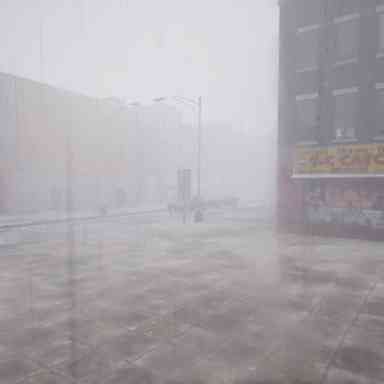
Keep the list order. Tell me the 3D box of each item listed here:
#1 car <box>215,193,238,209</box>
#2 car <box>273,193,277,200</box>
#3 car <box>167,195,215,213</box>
[{"bbox_3d":[2.958,0.818,32.701,1.887,1.381,4.507,3,3,36],"label":"car"},{"bbox_3d":[12.640,0.468,46.176,1.802,1.307,4.206,3,3,36],"label":"car"},{"bbox_3d":[-0.270,0.969,28.210,1.947,1.339,4.313,3,3,36],"label":"car"}]
